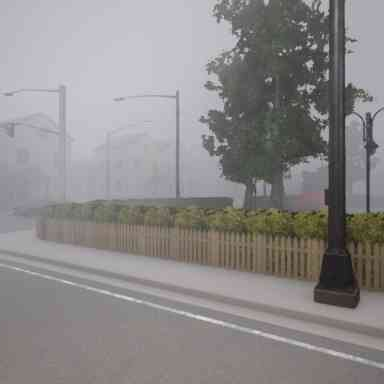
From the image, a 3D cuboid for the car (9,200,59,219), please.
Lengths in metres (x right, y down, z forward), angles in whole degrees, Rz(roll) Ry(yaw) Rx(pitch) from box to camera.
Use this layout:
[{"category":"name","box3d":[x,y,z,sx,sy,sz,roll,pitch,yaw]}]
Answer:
[{"category":"car","box3d":[-13.422,1.486,29.352,2.128,1.511,4.902,0,0,35]}]
